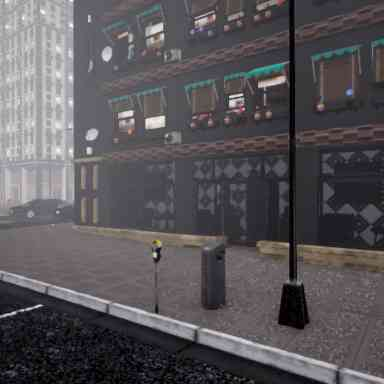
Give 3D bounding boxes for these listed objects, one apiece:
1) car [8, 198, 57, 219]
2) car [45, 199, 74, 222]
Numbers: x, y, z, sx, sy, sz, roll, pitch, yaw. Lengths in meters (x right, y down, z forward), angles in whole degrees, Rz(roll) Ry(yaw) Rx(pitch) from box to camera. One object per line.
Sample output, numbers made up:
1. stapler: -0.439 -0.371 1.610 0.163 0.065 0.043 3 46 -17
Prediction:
1. car: -11.872 1.244 26.389 1.837 1.490 4.892 0 1 35
2. car: -7.308 1.283 22.792 1.947 1.339 4.313 1 1 35
